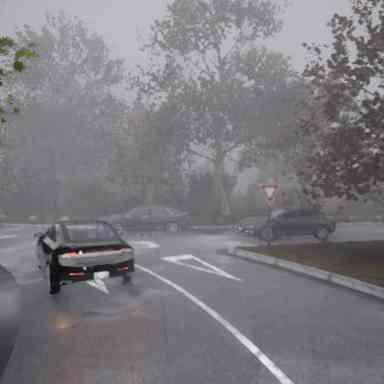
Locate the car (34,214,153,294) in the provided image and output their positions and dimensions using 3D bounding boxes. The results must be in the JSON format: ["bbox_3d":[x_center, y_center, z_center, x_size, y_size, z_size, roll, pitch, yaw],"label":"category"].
[{"bbox_3d":[-3.040,1.495,8.951,2.128,1.511,4.902,0,0,-29],"label":"car"}]

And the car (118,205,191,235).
[{"bbox_3d":[-2.482,1.504,18.116,4.892,1.490,1.837,0,1,-5],"label":"car"}]

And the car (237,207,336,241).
[{"bbox_3d":[4.649,1.521,16.400,4.892,1.490,1.837,0,0,-13],"label":"car"}]
